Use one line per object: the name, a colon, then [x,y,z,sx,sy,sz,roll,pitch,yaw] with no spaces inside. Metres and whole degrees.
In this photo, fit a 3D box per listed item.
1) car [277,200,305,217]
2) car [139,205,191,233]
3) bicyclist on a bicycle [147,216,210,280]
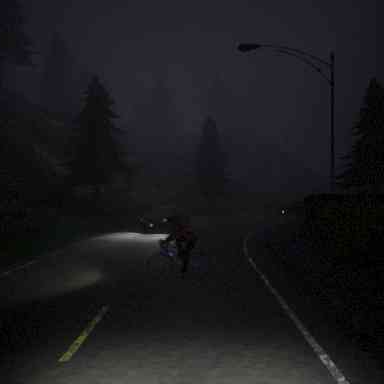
car: [9.838,1.503,31.183,4.892,1.490,1.837,0,-1,-44]
car: [-1.468,1.525,20.165,1.812,1.442,4.674,0,0,19]
bicyclist on a bicycle: [-0.358,1.449,8.652,1.656,1.620,0.582,-2,0,1]
